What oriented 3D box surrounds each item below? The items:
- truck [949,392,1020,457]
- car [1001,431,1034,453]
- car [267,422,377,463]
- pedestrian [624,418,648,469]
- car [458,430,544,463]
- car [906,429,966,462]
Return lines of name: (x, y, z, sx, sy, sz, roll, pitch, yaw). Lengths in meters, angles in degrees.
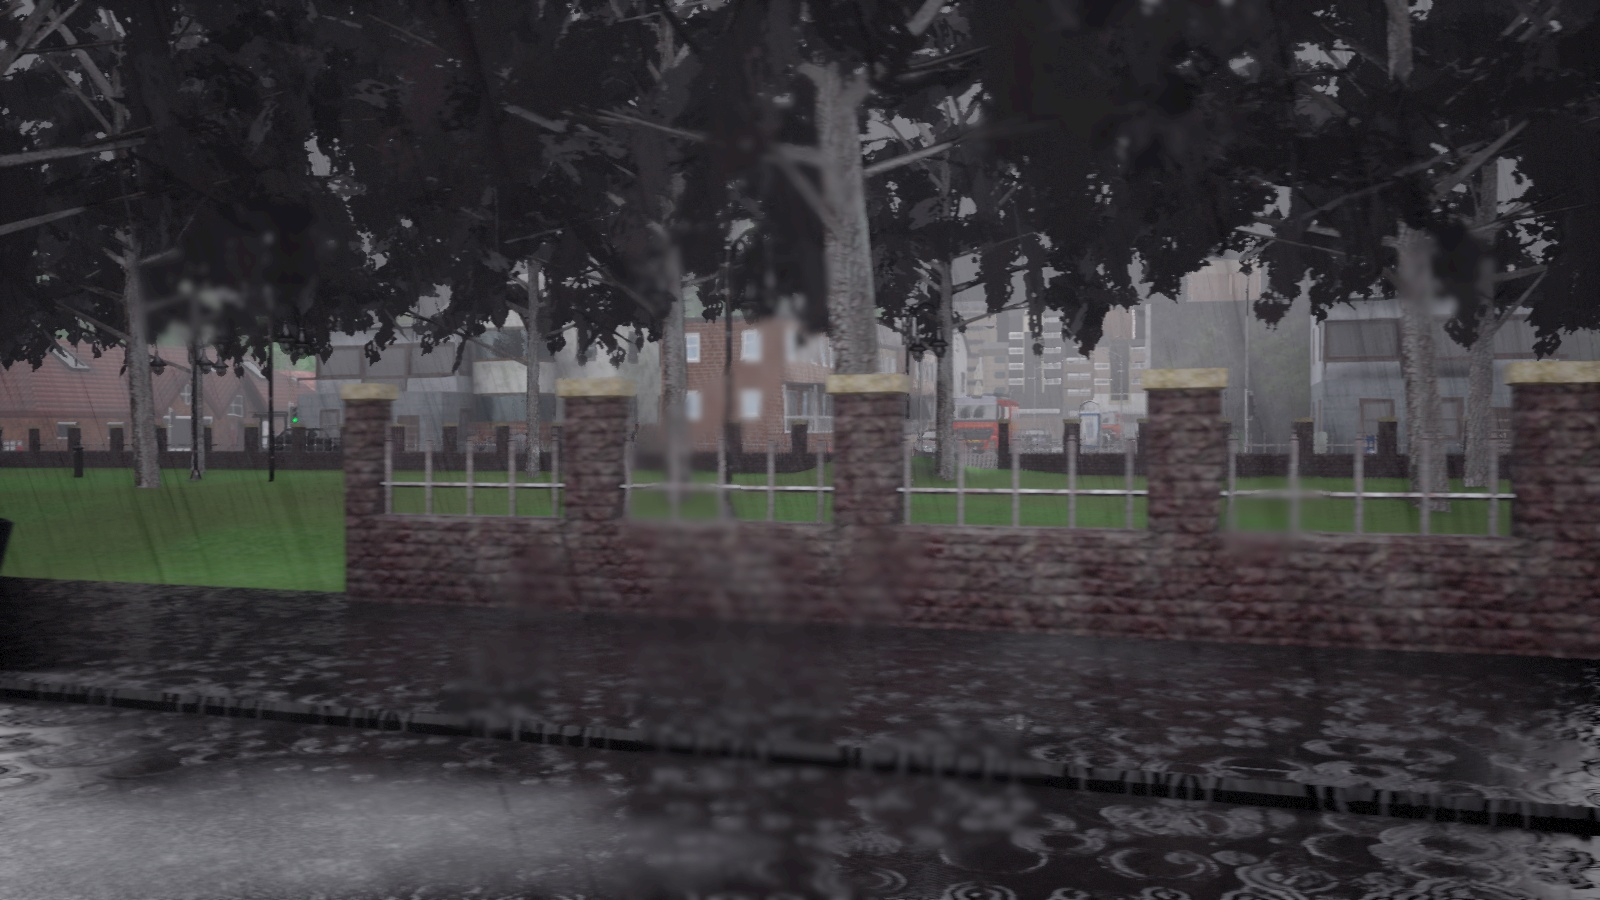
truck: (11.598, -1.550, 78.379, 2.891, 3.827, 8.468, 1, 1, 19)
car: (15.665, -0.581, 90.417, 1.789, 1.549, 3.705, 1, 1, 19)
car: (-22.451, -0.387, 59.049, 4.605, 1.855, 1.932, 0, 1, 17)
pedestrian: (-6.277, -0.256, 48.014, 0.788, 1.949, 0.423, 1, 1, 19)
car: (-14.403, -0.183, 60.552, 3.633, 1.501, 1.845, 1, 1, 20)
car: (7.091, -0.259, 65.077, 2.033, 1.649, 4.856, 1, 1, 19)
